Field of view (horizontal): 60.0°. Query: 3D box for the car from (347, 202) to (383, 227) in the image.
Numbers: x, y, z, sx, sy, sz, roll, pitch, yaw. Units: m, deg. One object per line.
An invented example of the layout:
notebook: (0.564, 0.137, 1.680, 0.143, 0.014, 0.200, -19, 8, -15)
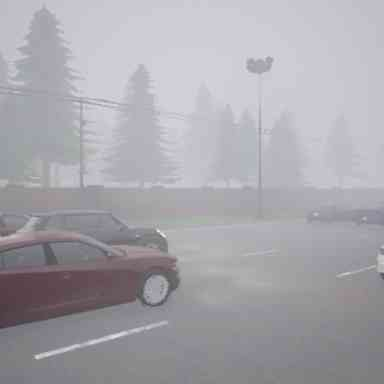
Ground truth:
car: (12.215, 1.395, 21.055, 5.008, 1.535, 1.882, 0, 0, -35)

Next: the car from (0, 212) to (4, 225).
car: (-6.565, 1.471, 11.960, 5.008, 1.535, 1.882, 0, 0, -35)

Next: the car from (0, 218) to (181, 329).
car: (-2.542, 1.472, 6.234, 5.008, 1.535, 1.882, 0, 0, -35)

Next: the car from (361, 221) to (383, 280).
car: (6.410, 1.489, 8.317, 4.674, 1.442, 1.812, 0, 0, -36)

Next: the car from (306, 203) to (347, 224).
car: (10.090, 1.481, 23.839, 4.181, 1.385, 1.994, 0, 0, -35)

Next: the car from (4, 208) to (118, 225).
car: (-2.976, 1.339, 10.222, 4.553, 1.767, 2.097, 0, 0, -35)
